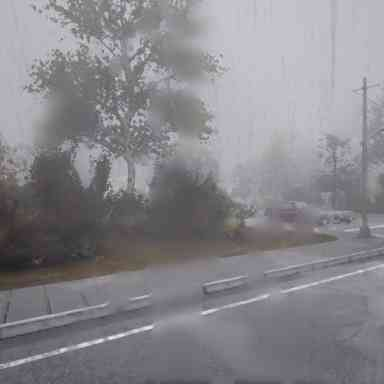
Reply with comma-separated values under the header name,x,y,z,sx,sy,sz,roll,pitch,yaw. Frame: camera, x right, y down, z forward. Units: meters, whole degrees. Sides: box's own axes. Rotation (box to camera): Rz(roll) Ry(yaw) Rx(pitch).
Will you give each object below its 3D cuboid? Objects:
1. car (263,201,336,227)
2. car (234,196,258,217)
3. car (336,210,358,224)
name,x,y,z,sx,sy,sz,roll,pitch,yaw
car,7.353,1.426,23.614,2.097,1.767,4.553,0,-1,-38
car,3.907,1.430,33.349,2.150,2.045,5.566,0,-1,-41
car,10.146,1.675,25.817,1.895,1.301,4.718,0,-1,-39
